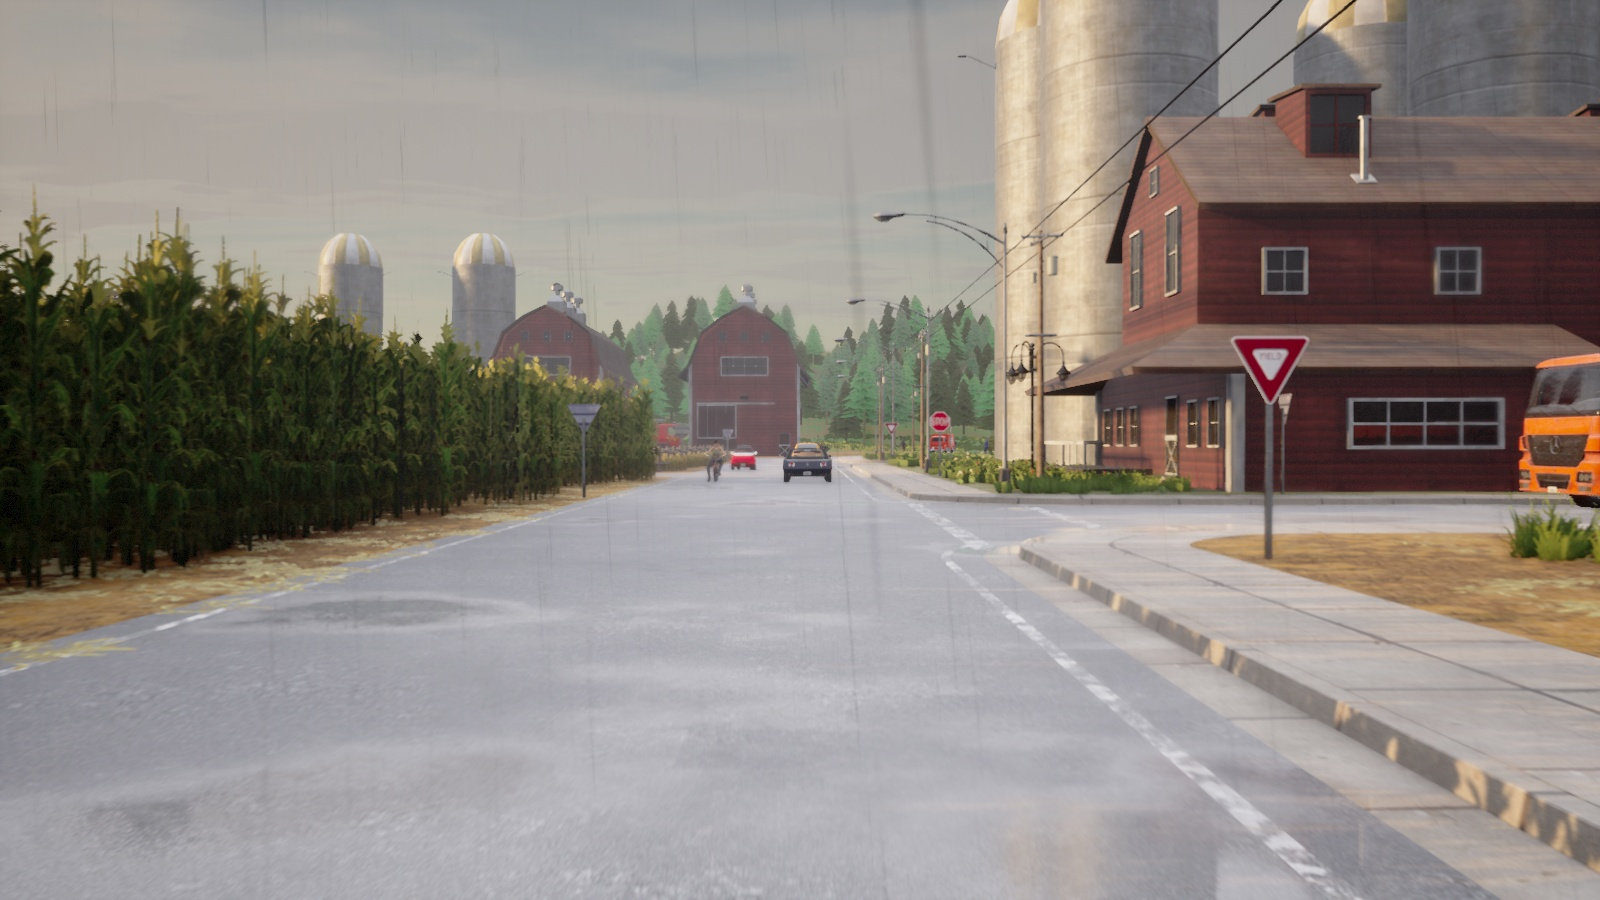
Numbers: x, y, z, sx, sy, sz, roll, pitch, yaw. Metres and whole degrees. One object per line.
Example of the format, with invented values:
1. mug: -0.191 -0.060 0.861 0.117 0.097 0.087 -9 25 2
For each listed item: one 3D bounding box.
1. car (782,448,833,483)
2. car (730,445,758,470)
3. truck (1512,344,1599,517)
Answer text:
1. car: 0.291 0.572 48.846 1.895 1.301 4.718 0 0 0
2. car: -3.092 0.407 69.598 1.481 1.376 2.207 0 0 0
3. truck: 19.839 -0.396 26.555 7.936 3.462 2.891 0 0 -1
